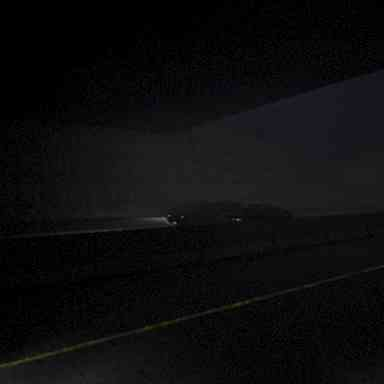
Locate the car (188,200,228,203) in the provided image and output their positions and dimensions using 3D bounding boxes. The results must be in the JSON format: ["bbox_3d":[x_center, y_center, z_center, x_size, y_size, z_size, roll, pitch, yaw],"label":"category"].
[{"bbox_3d":[2.397,1.467,27.008,4.892,1.490,1.837,0,0,-35],"label":"car"}]

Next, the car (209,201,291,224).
[{"bbox_3d":[3.721,1.462,19.392,4.902,1.511,2.128,0,0,-35],"label":"car"}]

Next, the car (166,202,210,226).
[{"bbox_3d":[0.765,1.572,21.595,4.718,1.301,1.895,0,0,-35],"label":"car"}]
